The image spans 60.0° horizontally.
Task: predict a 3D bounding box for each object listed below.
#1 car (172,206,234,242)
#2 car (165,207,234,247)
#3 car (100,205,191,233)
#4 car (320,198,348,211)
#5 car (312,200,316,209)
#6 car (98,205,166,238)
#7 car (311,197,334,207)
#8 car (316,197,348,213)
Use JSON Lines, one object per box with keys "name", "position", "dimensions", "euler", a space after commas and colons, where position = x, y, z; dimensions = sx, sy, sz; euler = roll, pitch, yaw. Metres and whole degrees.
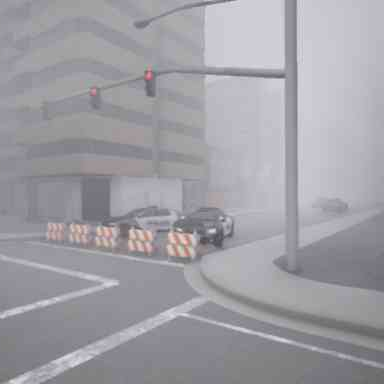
{"name": "car", "position": [0.688, 1.344, 15.429], "dimensions": [1.853, 1.218, 4.536], "euler": [0, 0, 15]}
{"name": "car", "position": [0.675, 1.501, 15.379], "dimensions": [2.038, 1.542, 4.974], "euler": [0, 0, 15]}
{"name": "car", "position": [-2.477, 1.368, 18.086], "dimensions": [4.536, 1.218, 1.853], "euler": [0, 0, -30]}
{"name": "car", "position": [15.947, 1.347, 37.219], "dimensions": [1.853, 1.218, 4.536], "euler": [0, 0, 35]}
{"name": "car", "position": [18.114, 1.524, 46.097], "dimensions": [2.038, 1.542, 4.974], "euler": [0, 0, 35]}
{"name": "car", "position": [-2.522, 1.525, 18.059], "dimensions": [4.974, 1.542, 2.038], "euler": [0, 0, -30]}
{"name": "car", "position": [18.143, 1.367, 46.140], "dimensions": [1.853, 1.218, 4.536], "euler": [0, 0, 35]}
{"name": "car", "position": [15.918, 1.504, 37.176], "dimensions": [2.038, 1.542, 4.974], "euler": [0, 0, 35]}
